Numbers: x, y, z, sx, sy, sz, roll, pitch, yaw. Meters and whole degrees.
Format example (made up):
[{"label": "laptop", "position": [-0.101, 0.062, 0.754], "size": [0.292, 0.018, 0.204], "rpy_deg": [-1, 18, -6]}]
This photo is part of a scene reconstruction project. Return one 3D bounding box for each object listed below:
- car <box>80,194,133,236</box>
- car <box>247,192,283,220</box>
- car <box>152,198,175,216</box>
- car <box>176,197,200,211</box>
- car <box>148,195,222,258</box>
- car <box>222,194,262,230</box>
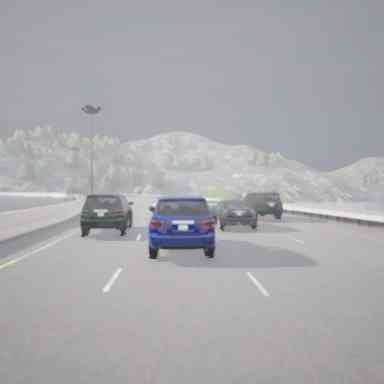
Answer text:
[{"label": "car", "position": [-4.435, 1.093, 17.845], "size": [2.150, 2.045, 5.566], "rpy_deg": [0, 0, -6]}, {"label": "car", "position": [5.168, 1.010, 25.815], "size": [2.150, 2.045, 5.566], "rpy_deg": [0, 0, -8]}, {"label": "car", "position": [-2.709, 1.295, 30.718], "size": [1.812, 1.442, 4.674], "rpy_deg": [0, 0, -9]}, {"label": "car", "position": [-0.497, 1.273, 37.829], "size": [1.994, 1.385, 4.181], "rpy_deg": [0, 0, -12]}, {"label": "car", "position": [-0.455, 1.125, 12.550], "size": [2.150, 2.045, 5.566], "rpy_deg": [0, 0, -4]}, {"label": "car", "position": [2.339, 1.191, 19.980], "size": [2.097, 1.767, 4.553], "rpy_deg": [0, 0, -6]}]
